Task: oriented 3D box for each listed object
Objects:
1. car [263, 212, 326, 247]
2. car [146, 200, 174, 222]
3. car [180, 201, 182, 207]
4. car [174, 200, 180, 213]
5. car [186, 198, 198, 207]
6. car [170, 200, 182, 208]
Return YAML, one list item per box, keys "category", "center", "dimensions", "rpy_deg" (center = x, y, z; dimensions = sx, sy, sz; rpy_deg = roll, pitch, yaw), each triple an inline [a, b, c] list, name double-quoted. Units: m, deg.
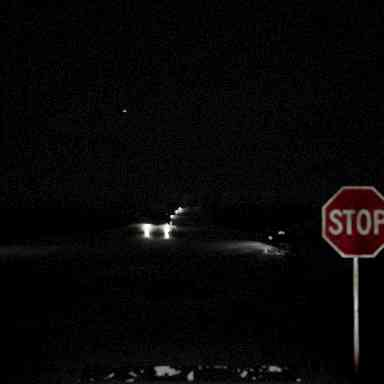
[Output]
- category: "car"
  center: [6.071, 1.645, 15.313]
  dimensions: [5.357, 1.411, 2.033]
  rpy_deg: [0, -1, -12]
- category: "car"
  center: [-2.800, 1.686, 28.566]
  dimensions: [1.882, 1.535, 5.008]
  rpy_deg: [0, 0, -2]
- category: "car"
  center: [-2.830, 1.906, 48.507]
  dimensions: [2.033, 1.411, 5.357]
  rpy_deg: [0, 0, 0]
- category: "car"
  center: [-2.841, 1.830, 38.375]
  dimensions: [2.033, 1.411, 5.357]
  rpy_deg: [0, 0, 0]
- category: "car"
  center: [0.024, 1.796, 60.404]
  dimensions: [2.097, 1.767, 4.553]
  rpy_deg: [0, 0, 0]
- category: "car"
  center: [-2.814, 2.033, 58.764]
  dimensions: [1.895, 1.301, 4.718]
  rpy_deg: [0, 0, 0]
